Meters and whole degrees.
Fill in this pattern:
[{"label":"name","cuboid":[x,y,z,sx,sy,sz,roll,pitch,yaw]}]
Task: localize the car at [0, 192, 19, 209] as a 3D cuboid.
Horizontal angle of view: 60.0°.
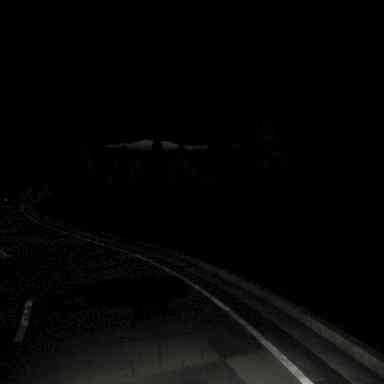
[{"label":"car","cuboid":[-22.437,0.996,40.461,2.150,2.045,5.566,0,0,-27]}]
